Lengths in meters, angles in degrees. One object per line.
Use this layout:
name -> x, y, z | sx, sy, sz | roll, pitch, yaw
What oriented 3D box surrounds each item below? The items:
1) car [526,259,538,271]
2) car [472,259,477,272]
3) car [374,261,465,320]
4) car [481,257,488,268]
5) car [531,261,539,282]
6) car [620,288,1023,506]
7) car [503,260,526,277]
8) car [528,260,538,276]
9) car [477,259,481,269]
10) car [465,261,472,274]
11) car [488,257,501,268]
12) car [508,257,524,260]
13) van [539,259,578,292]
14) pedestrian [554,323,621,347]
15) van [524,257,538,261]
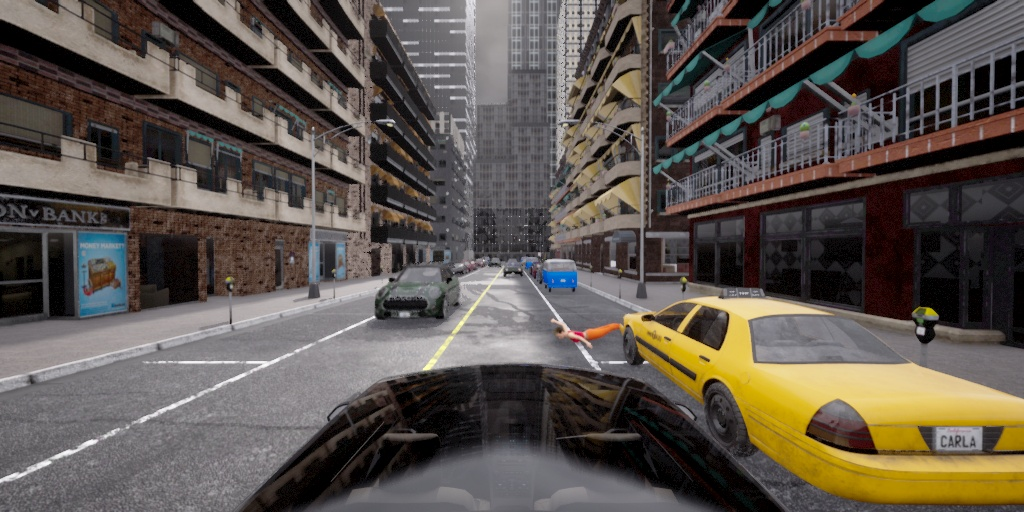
car -> 2.725, 1.305, 37.585 | 1.948, 1.339, 4.313 | 0, 0, 0
car -> -5.650, 1.283, 43.225 | 1.888, 1.381, 4.507 | 0, 0, 0
car -> -3.090, 1.098, 12.572 | 2.097, 1.767, 4.553 | 0, 0, 0
car -> -5.633, 1.175, 60.031 | 1.967, 1.591, 4.097 | 0, 0, 0
car -> 2.714, 1.292, 26.381 | 2.007, 1.370, 4.403 | 0, 0, 0
car -> 3.003, 1.204, 4.973 | 1.801, 1.575, 5.366 | 0, 0, 0
car -> 0.121, 1.340, 36.009 | 1.895, 1.301, 4.718 | 0, 0, 0
car -> 2.719, 1.285, 31.984 | 1.888, 1.381, 4.507 | 0, 0, 0
car -> -5.644, 1.319, 48.827 | 1.802, 1.307, 4.207 | 0, 0, 0
car -> -5.656, 1.305, 37.622 | 1.948, 1.339, 4.313 | 0, 0, 0
car -> -2.956, 1.086, 62.407 | 2.097, 1.767, 4.553 | 0, 0, 0
car -> 0.132, 1.089, 47.204 | 2.097, 1.767, 4.553 | 0, 0, 0
van -> 2.708, 1.084, 20.780 | 1.690, 1.789, 3.998 | 0, 0, 0
pedestrian -> 1.858, 1.805, 8.222 | 1.860, 0.375, 0.375 | 0, -4, -2
van -> 2.736, 1.078, 48.789 | 1.690, 1.789, 3.998 | 0, 0, 0
